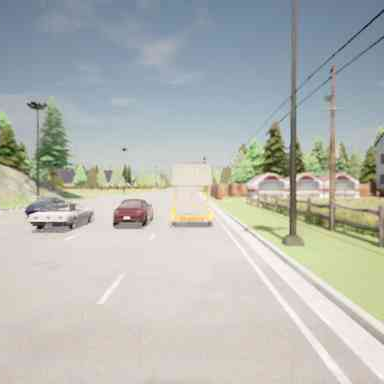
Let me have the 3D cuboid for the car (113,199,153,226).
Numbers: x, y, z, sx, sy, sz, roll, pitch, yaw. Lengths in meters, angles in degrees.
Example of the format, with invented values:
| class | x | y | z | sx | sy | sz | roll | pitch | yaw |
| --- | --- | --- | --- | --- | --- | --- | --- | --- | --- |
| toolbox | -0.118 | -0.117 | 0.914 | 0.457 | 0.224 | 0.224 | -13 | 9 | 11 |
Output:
| class | x | y | z | sx | sy | sz | roll | pitch | yaw |
| --- | --- | --- | --- | --- | --- | --- | --- | --- | --- |
| car | -3.408 | 1.148 | 19.710 | 1.812 | 1.442 | 4.674 | 0 | 1 | 0 |

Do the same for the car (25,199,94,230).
| class | x | y | z | sx | sy | sz | roll | pitch | yaw |
| --- | --- | --- | --- | --- | --- | --- | --- | --- | --- |
| car | -6.905 | 1.250 | 18.275 | 1.895 | 1.301 | 4.718 | 0 | 1 | 0 |

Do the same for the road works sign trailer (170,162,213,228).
| class | x | y | z | sx | sy | sz | roll | pitch | yaw |
| --- | --- | --- | --- | --- | --- | --- | --- | --- | --- |
| road works sign trailer | -0.008 | 0.101 | 18.926 | 2.380 | 3.560 | 2.880 | 0 | 1 | 0 |

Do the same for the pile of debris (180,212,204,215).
| class | x | y | z | sx | sy | sz | roll | pitch | yaw |
| --- | --- | --- | --- | --- | --- | --- | --- | --- | --- |
| pile of debris | -0.018 | 1.669 | 25.957 | 1.860 | 0.140 | 1.500 | 0 | 1 | 0 |

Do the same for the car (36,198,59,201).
| class | x | y | z | sx | sy | sz | roll | pitch | yaw |
| --- | --- | --- | --- | --- | --- | --- | --- | --- | --- |
| car | -10.416 | 1.097 | 24.419 | 1.994 | 1.385 | 4.181 | 0 | 1 | 0 |
